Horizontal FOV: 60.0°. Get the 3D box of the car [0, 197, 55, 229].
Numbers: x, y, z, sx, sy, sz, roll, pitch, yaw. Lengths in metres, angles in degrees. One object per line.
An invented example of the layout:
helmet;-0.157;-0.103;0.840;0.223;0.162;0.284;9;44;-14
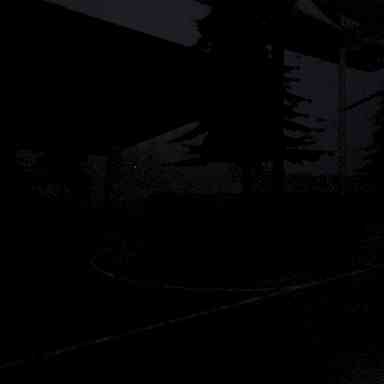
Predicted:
car;-11.904;1.312;23.525;3.866;1.878;1.905;0;0;-36
